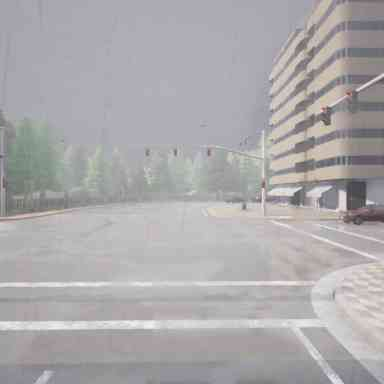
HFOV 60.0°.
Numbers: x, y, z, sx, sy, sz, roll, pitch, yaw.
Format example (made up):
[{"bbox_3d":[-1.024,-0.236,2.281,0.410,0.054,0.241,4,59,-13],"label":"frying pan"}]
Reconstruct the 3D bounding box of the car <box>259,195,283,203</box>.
[{"bbox_3d":[17.555,1.525,73.762,4.902,1.511,2.128,0,0,-23],"label":"car"}]

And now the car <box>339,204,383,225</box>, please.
[{"bbox_3d":[13.167,1.581,24.113,4.674,1.442,1.812,0,0,-1],"label":"car"}]

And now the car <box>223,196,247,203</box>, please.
[{"bbox_3d":[8.891,1.547,68.158,5.357,1.411,2.033,0,0,-38],"label":"car"}]

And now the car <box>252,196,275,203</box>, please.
[{"bbox_3d":[14.204,1.526,67.860,4.674,1.442,1.812,0,0,-34],"label":"car"}]
